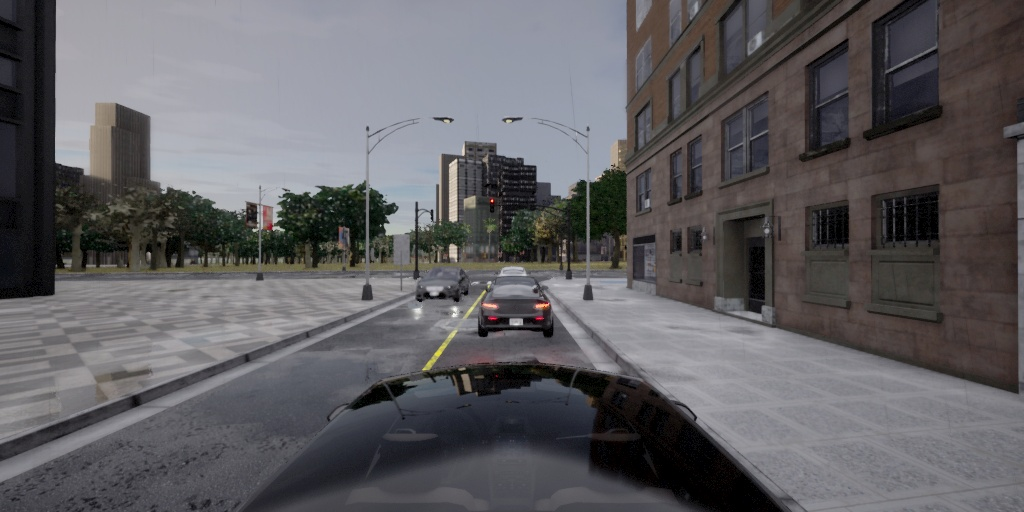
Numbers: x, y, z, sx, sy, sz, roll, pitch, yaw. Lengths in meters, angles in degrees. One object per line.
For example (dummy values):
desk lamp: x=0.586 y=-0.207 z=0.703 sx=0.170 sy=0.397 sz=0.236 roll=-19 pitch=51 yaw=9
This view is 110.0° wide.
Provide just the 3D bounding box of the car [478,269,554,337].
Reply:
car: x=0.083 y=1.276 z=10.148 sx=1.812 sy=1.442 sz=4.674 roll=0 pitch=0 yaw=0

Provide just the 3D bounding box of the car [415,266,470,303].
car: x=-3.088 y=1.244 z=16.751 sx=2.128 sy=1.511 sz=4.902 roll=0 pitch=0 yaw=0

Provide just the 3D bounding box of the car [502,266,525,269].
car: x=0.064 y=1.277 z=19.208 sx=1.812 sy=1.442 sz=4.674 roll=0 pitch=0 yaw=0
